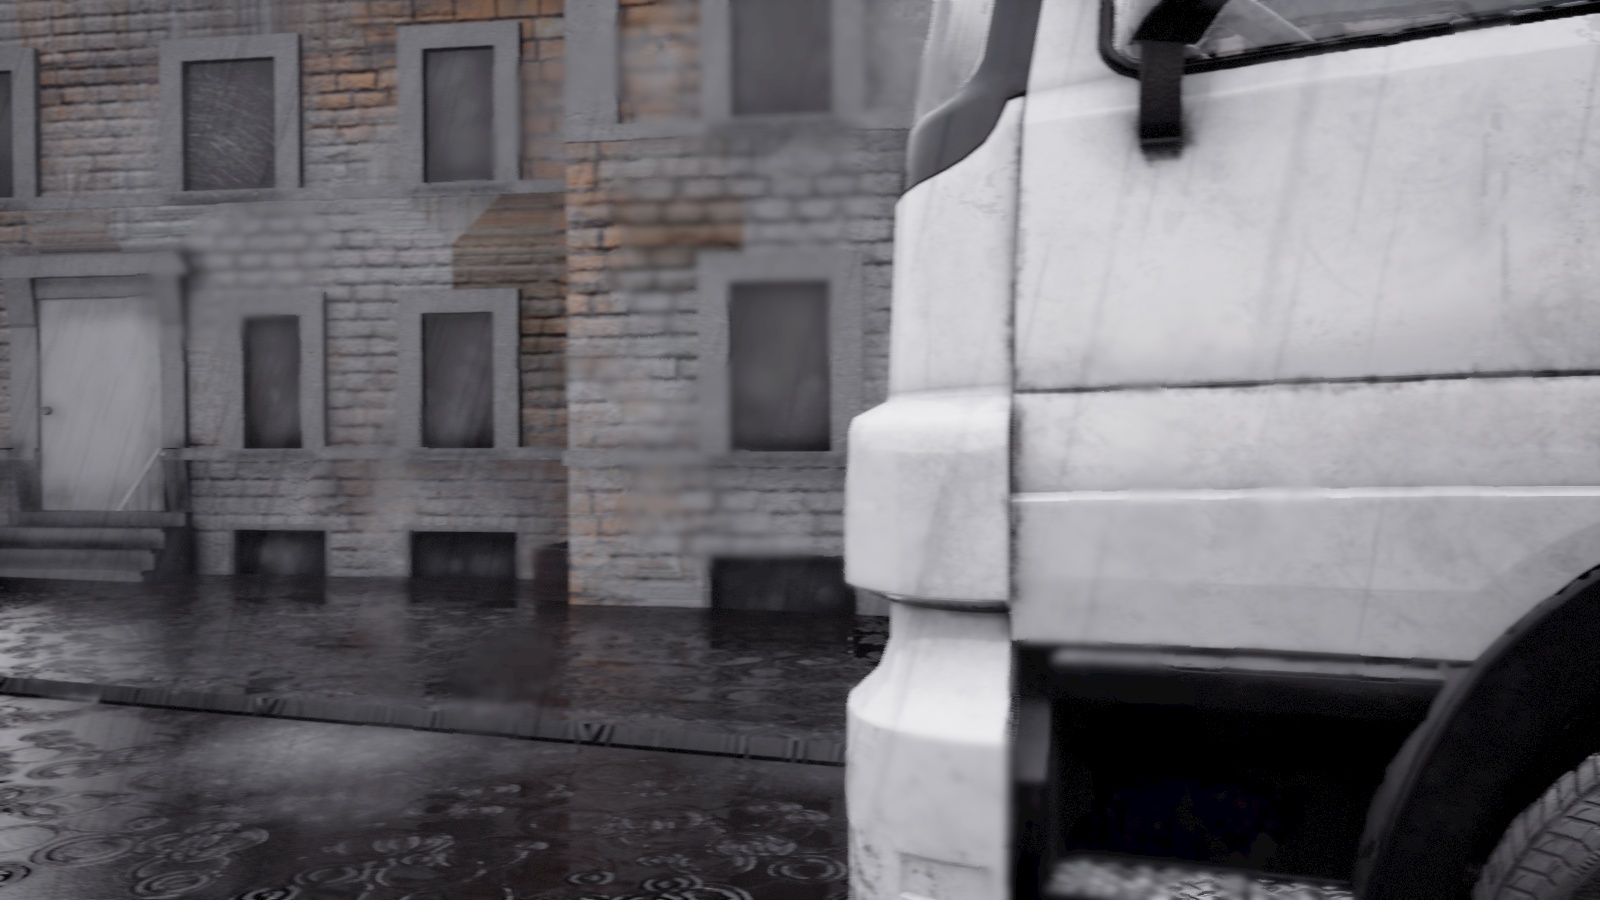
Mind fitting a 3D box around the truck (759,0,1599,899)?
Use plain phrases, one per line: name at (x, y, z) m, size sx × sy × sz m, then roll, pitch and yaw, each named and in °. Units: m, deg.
truck at (4.153, -0.177, 2.310) m, size 7.936 × 3.462 × 2.891 m, roll 1°, pitch 1°, yaw 19°
